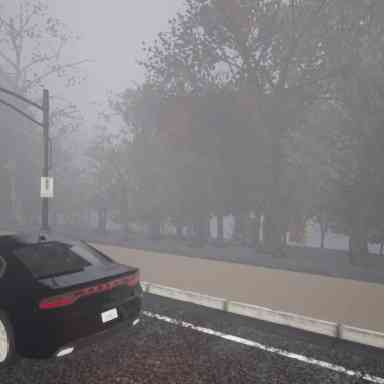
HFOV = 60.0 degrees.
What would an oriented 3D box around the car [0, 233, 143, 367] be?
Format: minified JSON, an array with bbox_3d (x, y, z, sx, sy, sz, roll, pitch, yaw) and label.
[{"bbox_3d":[-3.076,1.477,5.871,5.008,1.535,1.882,0,0,37],"label":"car"}]
